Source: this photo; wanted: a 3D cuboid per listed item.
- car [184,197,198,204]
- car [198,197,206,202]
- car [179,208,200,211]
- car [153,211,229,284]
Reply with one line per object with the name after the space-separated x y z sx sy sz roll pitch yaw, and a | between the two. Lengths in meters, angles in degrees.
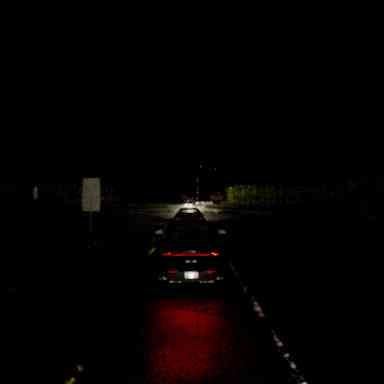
-0.569 1.854 71.787 2.128 1.511 4.902 0 0 8 | car
2.368 2.016 86.601 1.895 1.301 4.718 0 0 13 | car
-0.170 1.651 20.714 1.994 1.385 4.181 0 0 0 | car
-0.032 1.547 9.664 1.837 1.490 4.892 0 0 -1 | car
